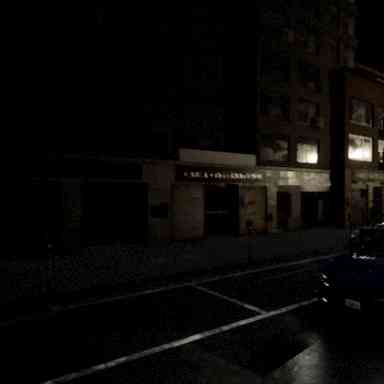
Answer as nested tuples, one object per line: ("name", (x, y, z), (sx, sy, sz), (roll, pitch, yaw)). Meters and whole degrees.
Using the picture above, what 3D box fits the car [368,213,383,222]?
("car", (7.384, 1.436, 11.798), (4.097, 1.590, 1.967), (0, 0, -36))

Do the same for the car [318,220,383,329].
("car", (4.547, 1.475, 6.600), (5.008, 1.535, 1.882), (0, 0, -35))
